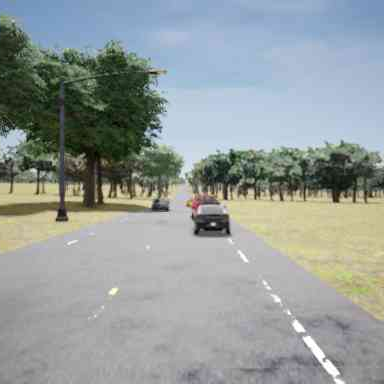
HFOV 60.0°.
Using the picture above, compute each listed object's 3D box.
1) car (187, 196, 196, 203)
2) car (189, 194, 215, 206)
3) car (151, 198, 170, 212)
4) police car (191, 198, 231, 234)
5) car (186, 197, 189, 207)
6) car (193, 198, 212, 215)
[{"bbox_3d":[-0.100,1.593,74.037,1.812,1.442,4.674,0,0,0],"label":"car"},{"bbox_3d":[1.041,1.198,28.852,2.150,2.045,5.566,0,0,0],"label":"car"},{"bbox_3d":[-3.600,1.500,39.006,1.882,1.535,5.008,0,0,0],"label":"car"},{"bbox_3d":[1.044,1.380,18.928,1.930,1.638,5.238,0,0,0],"label":"police car"},{"bbox_3d":[-0.018,1.589,53.295,1.882,1.535,5.008,0,0,0],"label":"car"},{"bbox_3d":[1.039,1.478,34.825,1.882,1.535,5.008,0,0,0],"label":"car"}]
